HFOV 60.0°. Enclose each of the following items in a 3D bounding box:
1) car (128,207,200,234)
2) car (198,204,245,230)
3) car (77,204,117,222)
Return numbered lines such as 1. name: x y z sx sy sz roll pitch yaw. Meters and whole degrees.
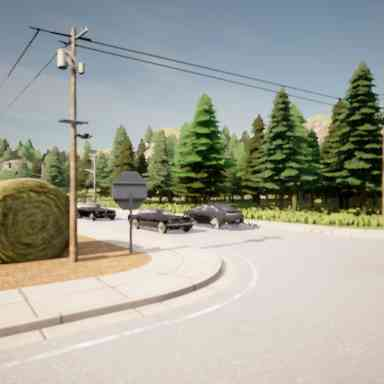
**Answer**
1. car: -1.912 1.632 19.679 1.895 1.301 4.718 0 0 -38
2. car: 1.228 1.521 21.738 2.128 1.511 4.902 0 0 -39
3. car: -7.982 1.632 27.388 1.895 1.301 4.718 0 0 -38
